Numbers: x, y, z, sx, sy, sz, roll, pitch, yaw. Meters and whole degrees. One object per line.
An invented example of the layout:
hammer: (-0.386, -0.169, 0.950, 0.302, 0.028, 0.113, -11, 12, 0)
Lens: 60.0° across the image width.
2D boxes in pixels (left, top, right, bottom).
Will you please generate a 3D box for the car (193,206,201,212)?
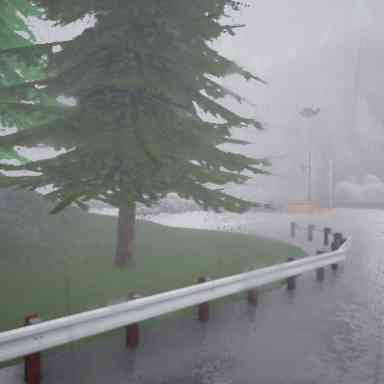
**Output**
car: (-1.871, 1.369, 40.079, 5.566, 2.045, 2.150, 0, 0, 43)

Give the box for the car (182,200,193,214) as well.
car: (-2.520, 1.488, 35.886, 4.553, 1.767, 2.097, 0, 0, 43)

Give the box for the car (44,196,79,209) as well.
car: (-17.523, 1.246, 45.295, 5.566, 2.045, 2.150, 1, 0, 44)

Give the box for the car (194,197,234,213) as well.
car: (2.660, 1.531, 40.624, 4.553, 1.767, 2.097, 0, 0, 43)
